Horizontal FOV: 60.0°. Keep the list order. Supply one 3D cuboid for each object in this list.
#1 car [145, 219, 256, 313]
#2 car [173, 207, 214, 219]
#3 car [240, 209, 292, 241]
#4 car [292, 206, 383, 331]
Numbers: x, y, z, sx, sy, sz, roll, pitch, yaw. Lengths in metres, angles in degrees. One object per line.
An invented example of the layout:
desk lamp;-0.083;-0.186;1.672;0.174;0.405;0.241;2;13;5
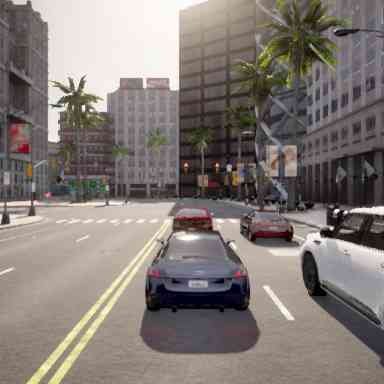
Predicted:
car;0.087;1.560;7.769;1.994;1.385;4.181;0;0;-1
car;0.086;1.474;16.756;1.882;1.535;5.008;0;0;2
car;3.593;1.560;16.635;1.994;1.385;4.181;0;0;0
car;3.601;1.221;5.435;2.150;2.045;5.566;0;0;0
